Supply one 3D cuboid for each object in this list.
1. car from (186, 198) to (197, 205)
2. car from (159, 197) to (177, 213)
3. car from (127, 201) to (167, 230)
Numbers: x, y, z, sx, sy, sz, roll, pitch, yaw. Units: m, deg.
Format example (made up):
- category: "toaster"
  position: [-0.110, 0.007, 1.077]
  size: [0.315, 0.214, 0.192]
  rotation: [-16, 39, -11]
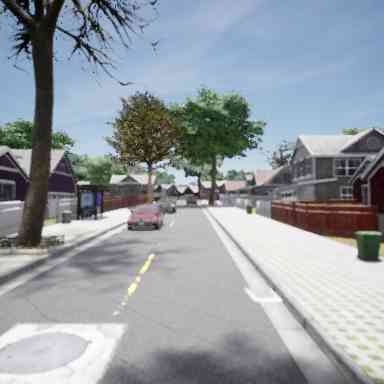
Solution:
- category: "car"
  position: [-0.054, 1.676, 59.198]
  size: [1.895, 1.301, 4.718]
  rotation: [0, 0, 0]
- category: "car"
  position: [-2.783, 1.386, 36.235]
  size: [2.097, 1.767, 4.553]
  rotation: [0, 0, 0]
- category: "car"
  position: [-2.802, 1.495, 20.812]
  size: [1.812, 1.442, 4.674]
  rotation: [0, 0, 0]
